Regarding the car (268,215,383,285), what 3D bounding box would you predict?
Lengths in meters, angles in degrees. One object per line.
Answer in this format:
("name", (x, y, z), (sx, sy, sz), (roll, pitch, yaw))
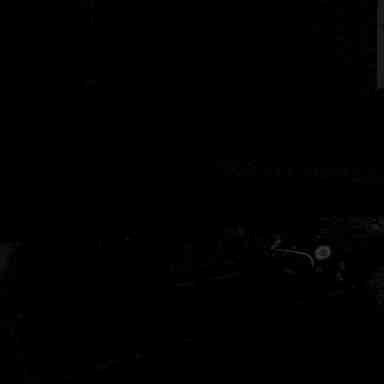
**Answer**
("car", (4.036, 1.439, 9.411), (4.097, 1.590, 1.967), (0, 0, -36))
